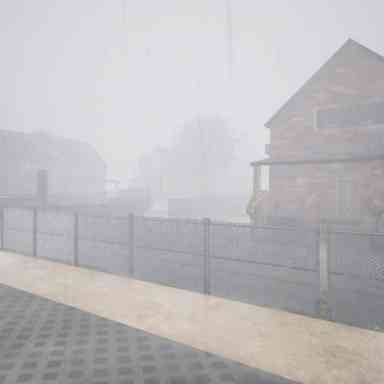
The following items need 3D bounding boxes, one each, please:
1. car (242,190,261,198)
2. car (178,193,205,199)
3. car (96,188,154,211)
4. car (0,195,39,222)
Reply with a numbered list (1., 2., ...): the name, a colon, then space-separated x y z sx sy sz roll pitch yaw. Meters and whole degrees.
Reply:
1. car: 9.326 0.401 50.157 2.033 1.411 5.357 1 2 36
2. car: 0.140 0.768 37.464 1.994 1.385 4.181 1 2 36
3. car: -5.751 0.664 29.228 2.150 2.045 5.566 1 2 36
4. car: -11.881 1.045 20.557 2.097 1.767 4.553 1 2 34
